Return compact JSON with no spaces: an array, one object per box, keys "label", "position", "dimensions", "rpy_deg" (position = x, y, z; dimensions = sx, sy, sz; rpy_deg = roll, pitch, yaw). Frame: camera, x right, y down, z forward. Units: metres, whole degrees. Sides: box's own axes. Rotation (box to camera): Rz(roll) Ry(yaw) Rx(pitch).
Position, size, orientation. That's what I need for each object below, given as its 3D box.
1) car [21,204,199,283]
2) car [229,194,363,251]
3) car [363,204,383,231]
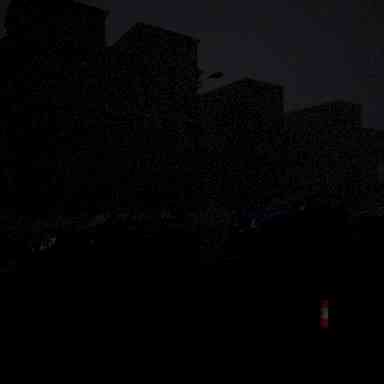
[{"label":"car","position":[-2.097,1.191,9.096],"dimensions":[4.553,1.767,2.185],"rpy_deg":[1,0,-33]},{"label":"car","position":[4.127,1.095,13.552],"dimensions":[5.566,2.045,2.435],"rpy_deg":[0,0,-33]},{"label":"car","position":[11.408,1.402,18.760],"dimensions":[5.008,1.535,2.097],"rpy_deg":[0,0,-33]}]
